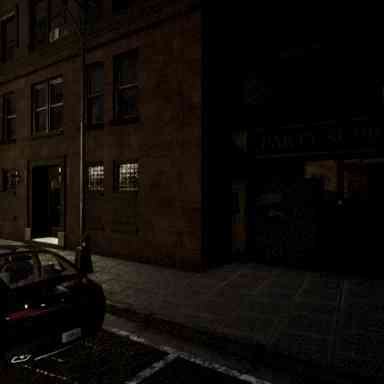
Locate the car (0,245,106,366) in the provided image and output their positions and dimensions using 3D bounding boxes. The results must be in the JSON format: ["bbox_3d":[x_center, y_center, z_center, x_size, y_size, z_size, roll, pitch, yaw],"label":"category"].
[{"bbox_3d":[-3.274,1.551,5.434,4.403,1.369,2.008,0,0,36],"label":"car"}]
